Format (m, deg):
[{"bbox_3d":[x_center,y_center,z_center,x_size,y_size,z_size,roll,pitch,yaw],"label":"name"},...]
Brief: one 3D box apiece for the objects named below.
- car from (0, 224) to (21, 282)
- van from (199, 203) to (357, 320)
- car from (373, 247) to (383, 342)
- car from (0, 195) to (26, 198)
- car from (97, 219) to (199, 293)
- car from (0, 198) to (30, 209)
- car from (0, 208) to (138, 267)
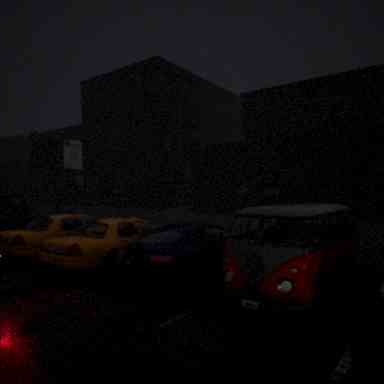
[{"bbox_3d":[-6.213,1.513,7.877,4.674,1.442,1.812,0,0,36],"label":"car"},{"bbox_3d":[2.237,1.253,7.228,1.878,1.987,4.442,0,0,36],"label":"van"},{"bbox_3d":[4.559,1.355,5.733,2.185,1.767,4.553,0,0,36],"label":"car"},{"bbox_3d":[-11.125,1.187,16.991,2.435,2.045,5.566,0,0,36],"label":"car"},{"bbox_3d":[0.067,1.516,8.936,2.002,1.452,4.674,0,0,36],"label":"car"},{"bbox_3d":[-8.892,1.322,15.374,2.185,1.767,4.553,0,0,36],"label":"car"},{"bbox_3d":[-4.294,1.461,12.319,1.946,1.575,5.366,0,0,36],"label":"car"}]
